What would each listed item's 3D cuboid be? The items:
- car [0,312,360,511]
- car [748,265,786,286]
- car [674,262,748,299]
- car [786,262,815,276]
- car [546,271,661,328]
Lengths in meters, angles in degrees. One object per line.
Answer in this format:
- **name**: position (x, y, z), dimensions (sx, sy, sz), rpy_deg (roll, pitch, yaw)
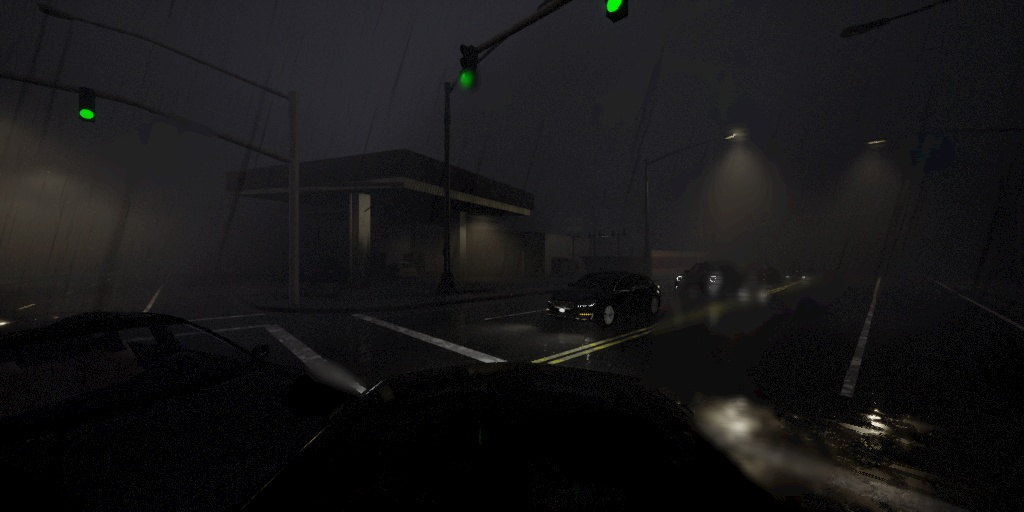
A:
- **car**: position (-3.365, 1.242, 2.751), dimensions (4.902, 1.511, 2.128), rpy_deg (0, 0, 16)
- **car**: position (17.678, 1.314, 25.548), dimensions (4.181, 1.385, 1.994), rpy_deg (0, 0, -44)
- **car**: position (10.114, 1.102, 18.329), dimensions (4.553, 1.767, 2.097), rpy_deg (0, 0, -44)
- **car**: position (29.526, 1.316, 36.723), dimensions (4.181, 1.385, 1.994), rpy_deg (0, 0, -43)
- **car**: position (3.129, 1.255, 11.632), dimensions (4.892, 1.490, 1.837), rpy_deg (0, 0, -44)
